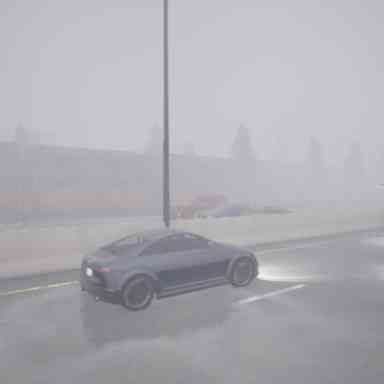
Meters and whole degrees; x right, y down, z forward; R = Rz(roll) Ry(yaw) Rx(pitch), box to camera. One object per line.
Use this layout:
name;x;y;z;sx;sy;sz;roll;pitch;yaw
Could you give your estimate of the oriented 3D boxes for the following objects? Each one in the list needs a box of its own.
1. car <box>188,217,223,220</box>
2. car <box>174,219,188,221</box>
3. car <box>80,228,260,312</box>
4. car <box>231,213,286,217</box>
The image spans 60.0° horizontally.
car;2.699;1.488;23.111;5.357;1.411;2.033;0;0;-35
car;0.585;1.162;25.900;5.566;2.045;2.150;0;0;-35
car;-0.394;1.548;7.767;4.181;1.385;1.994;0;0;-35
car;4.440;1.506;20.051;4.181;1.385;1.994;0;0;-35
